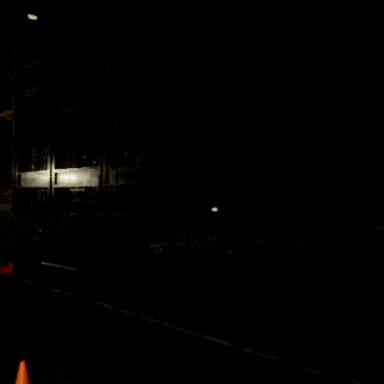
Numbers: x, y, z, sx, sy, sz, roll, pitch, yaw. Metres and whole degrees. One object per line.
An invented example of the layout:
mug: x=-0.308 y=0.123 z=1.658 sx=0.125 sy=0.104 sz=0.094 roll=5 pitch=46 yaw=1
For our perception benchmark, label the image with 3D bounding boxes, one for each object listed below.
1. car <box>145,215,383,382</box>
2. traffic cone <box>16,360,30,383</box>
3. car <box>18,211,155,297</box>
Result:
car: x=1.829 y=1.425 z=5.645 sx=5.009 sy=1.841 sz=2.192 roll=0 pitch=-1 yaw=37
traffic cone: x=-1.714 y=2.004 z=3.363 sx=0.340 sy=0.580 sz=0.340 roll=0 pitch=-1 yaw=37
car: x=-2.682 y=1.447 z=9.031 sx=5.009 sy=1.841 sz=2.192 roll=0 pitch=-1 yaw=37
